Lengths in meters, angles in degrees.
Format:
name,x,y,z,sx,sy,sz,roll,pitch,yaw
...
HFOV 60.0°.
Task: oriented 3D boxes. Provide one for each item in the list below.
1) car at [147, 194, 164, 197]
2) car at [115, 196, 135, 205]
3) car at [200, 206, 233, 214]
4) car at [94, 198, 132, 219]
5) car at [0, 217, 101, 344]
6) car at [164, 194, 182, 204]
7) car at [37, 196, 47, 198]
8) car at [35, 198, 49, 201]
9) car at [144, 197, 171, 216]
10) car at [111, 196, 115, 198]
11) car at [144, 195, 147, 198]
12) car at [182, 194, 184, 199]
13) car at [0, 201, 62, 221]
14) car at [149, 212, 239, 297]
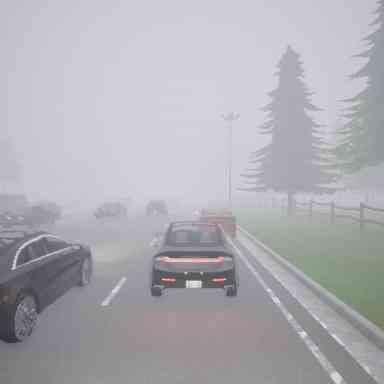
name,x,y,z,sx,sy,sz,roll,pitch,yaw
car,-6.911,1.523,62.856,1.812,1.442,4.674,0,0,0
car,-10.407,1.490,53.333,2.128,1.511,4.902,0,0,0
car,1.222,1.477,17.913,1.882,1.535,5.008,0,0,0
car,-6.905,1.546,28.719,2.033,1.411,5.357,0,0,0
car,-3.401,1.491,6.388,2.128,1.511,4.902,0,0,0
car,-3.409,1.488,61.478,2.128,1.511,4.902,0,0,0
car,-35.759,1.592,78.990,1.895,1.301,4.718,0,0,-42
car,-14.176,1.562,32.264,1.994,1.385,4.181,0,0,-4
car,-3.405,1.503,33.130,1.837,1.490,4.892,0,0,0
car,-13.909,1.475,61.417,1.882,1.535,5.008,0,0,0
car,-10.512,1.536,80.429,2.033,1.411,5.357,0,0,0
car,-3.512,1.474,86.044,1.882,1.535,5.008,0,0,0
car,-10.404,1.546,21.514,2.033,1.411,5.357,0,0,0
car,0.051,1.491,8.571,2.128,1.511,4.902,0,0,0
